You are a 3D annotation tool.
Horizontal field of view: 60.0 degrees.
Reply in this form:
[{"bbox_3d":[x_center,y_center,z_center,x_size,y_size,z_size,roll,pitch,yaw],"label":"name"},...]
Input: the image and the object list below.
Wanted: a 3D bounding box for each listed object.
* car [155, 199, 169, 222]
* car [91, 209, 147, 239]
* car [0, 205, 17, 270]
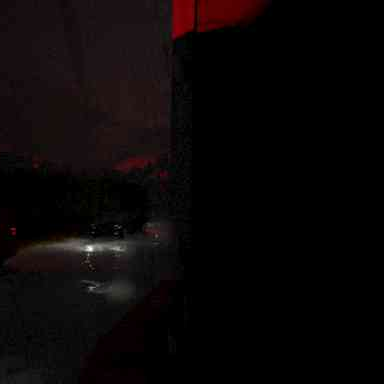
[{"bbox_3d":[-1.903,1.755,32.354,2.150,2.045,5.566,1,-1,11],"label":"car"},{"bbox_3d":[-4.214,1.820,19.816,1.882,1.535,5.008,1,-1,10],"label":"car"},{"bbox_3d":[-6.960,1.284,7.983,2.150,2.045,5.566,1,-1,18],"label":"car"}]
